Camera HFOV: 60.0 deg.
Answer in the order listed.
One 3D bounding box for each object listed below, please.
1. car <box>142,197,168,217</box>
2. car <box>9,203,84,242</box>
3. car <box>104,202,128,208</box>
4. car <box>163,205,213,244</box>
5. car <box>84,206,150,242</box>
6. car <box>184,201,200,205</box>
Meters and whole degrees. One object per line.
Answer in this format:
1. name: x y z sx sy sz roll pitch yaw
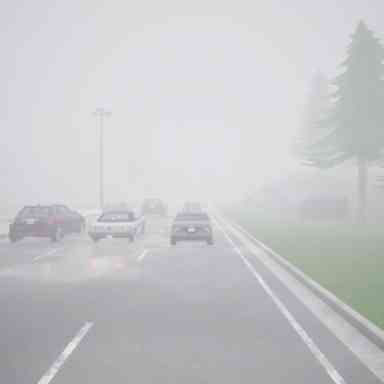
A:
1. car: -3.480 1.351 31.545 2.097 1.767 4.553 0 0 0
2. car: -6.980 1.351 16.545 2.097 1.767 4.553 0 0 0
3. car: -6.982 1.601 31.369 1.895 1.301 4.718 0 0 0
4. car: 0.009 1.548 15.660 2.033 1.411 5.357 0 0 1
5. car: -3.482 1.601 16.367 1.895 1.301 4.718 0 0 0
6. car: 0.011 1.548 30.644 2.033 1.411 5.357 0 0 0
